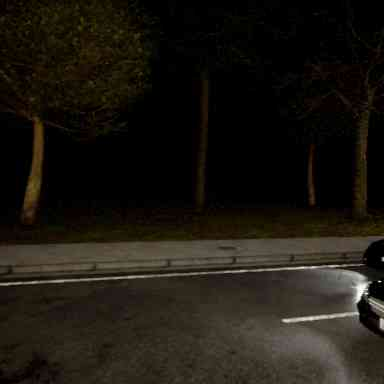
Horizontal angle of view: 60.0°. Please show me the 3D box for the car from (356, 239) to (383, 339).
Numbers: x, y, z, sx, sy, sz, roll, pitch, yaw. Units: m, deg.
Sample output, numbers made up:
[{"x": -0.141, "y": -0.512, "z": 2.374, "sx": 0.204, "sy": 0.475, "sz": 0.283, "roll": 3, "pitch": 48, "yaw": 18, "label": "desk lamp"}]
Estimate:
[{"x": 4.820, "y": 1.561, "z": 5.025, "sx": 4.674, "sy": 1.442, "sz": 1.812, "roll": 1, "pitch": 1, "yaw": -17, "label": "car"}]
